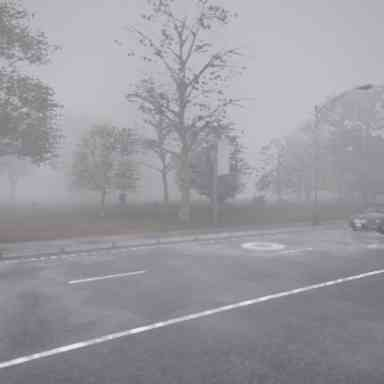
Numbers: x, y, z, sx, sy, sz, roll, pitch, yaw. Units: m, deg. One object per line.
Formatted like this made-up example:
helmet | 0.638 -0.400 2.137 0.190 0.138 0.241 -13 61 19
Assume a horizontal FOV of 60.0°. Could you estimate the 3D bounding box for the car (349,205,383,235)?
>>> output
car | 10.894 1.466 18.537 4.902 1.511 2.128 0 0 -27
